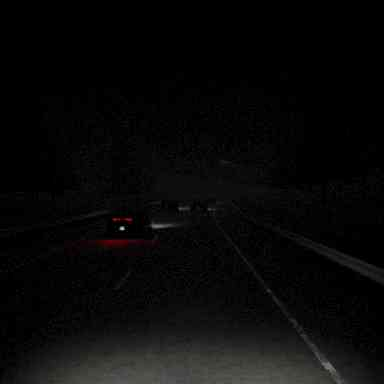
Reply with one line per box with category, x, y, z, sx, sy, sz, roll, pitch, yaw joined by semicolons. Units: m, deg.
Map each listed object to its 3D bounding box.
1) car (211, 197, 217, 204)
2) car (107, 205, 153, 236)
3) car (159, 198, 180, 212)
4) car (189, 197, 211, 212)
car;3.380;1.560;60.201;1.895;1.301;4.718;0;0;10
car;-3.368;1.501;18.542;1.837;1.490;4.892;0;0;1
car;-2.605;1.474;38.804;2.128;1.511;4.902;0;0;5
car;0.890;1.501;38.689;1.812;1.442;4.674;0;0;5
